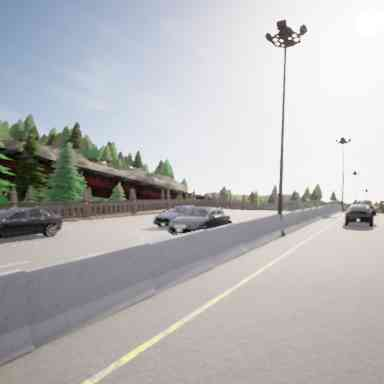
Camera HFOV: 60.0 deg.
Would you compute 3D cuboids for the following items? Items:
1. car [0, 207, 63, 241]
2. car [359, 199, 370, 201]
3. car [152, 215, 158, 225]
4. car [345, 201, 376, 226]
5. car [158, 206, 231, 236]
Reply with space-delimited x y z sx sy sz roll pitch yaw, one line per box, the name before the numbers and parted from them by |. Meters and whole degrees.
car | -8.600 1.540 16.080 1.837 1.490 4.892 0 0 29
car | 19.751 1.714 37.908 2.097 1.767 4.553 0 -1 31
car | -0.558 1.671 23.360 2.033 1.411 5.357 0 0 29
car | 12.893 1.722 25.545 1.837 1.490 4.892 0 0 29
car | 0.559 1.593 18.157 2.128 1.511 4.902 0 0 29
